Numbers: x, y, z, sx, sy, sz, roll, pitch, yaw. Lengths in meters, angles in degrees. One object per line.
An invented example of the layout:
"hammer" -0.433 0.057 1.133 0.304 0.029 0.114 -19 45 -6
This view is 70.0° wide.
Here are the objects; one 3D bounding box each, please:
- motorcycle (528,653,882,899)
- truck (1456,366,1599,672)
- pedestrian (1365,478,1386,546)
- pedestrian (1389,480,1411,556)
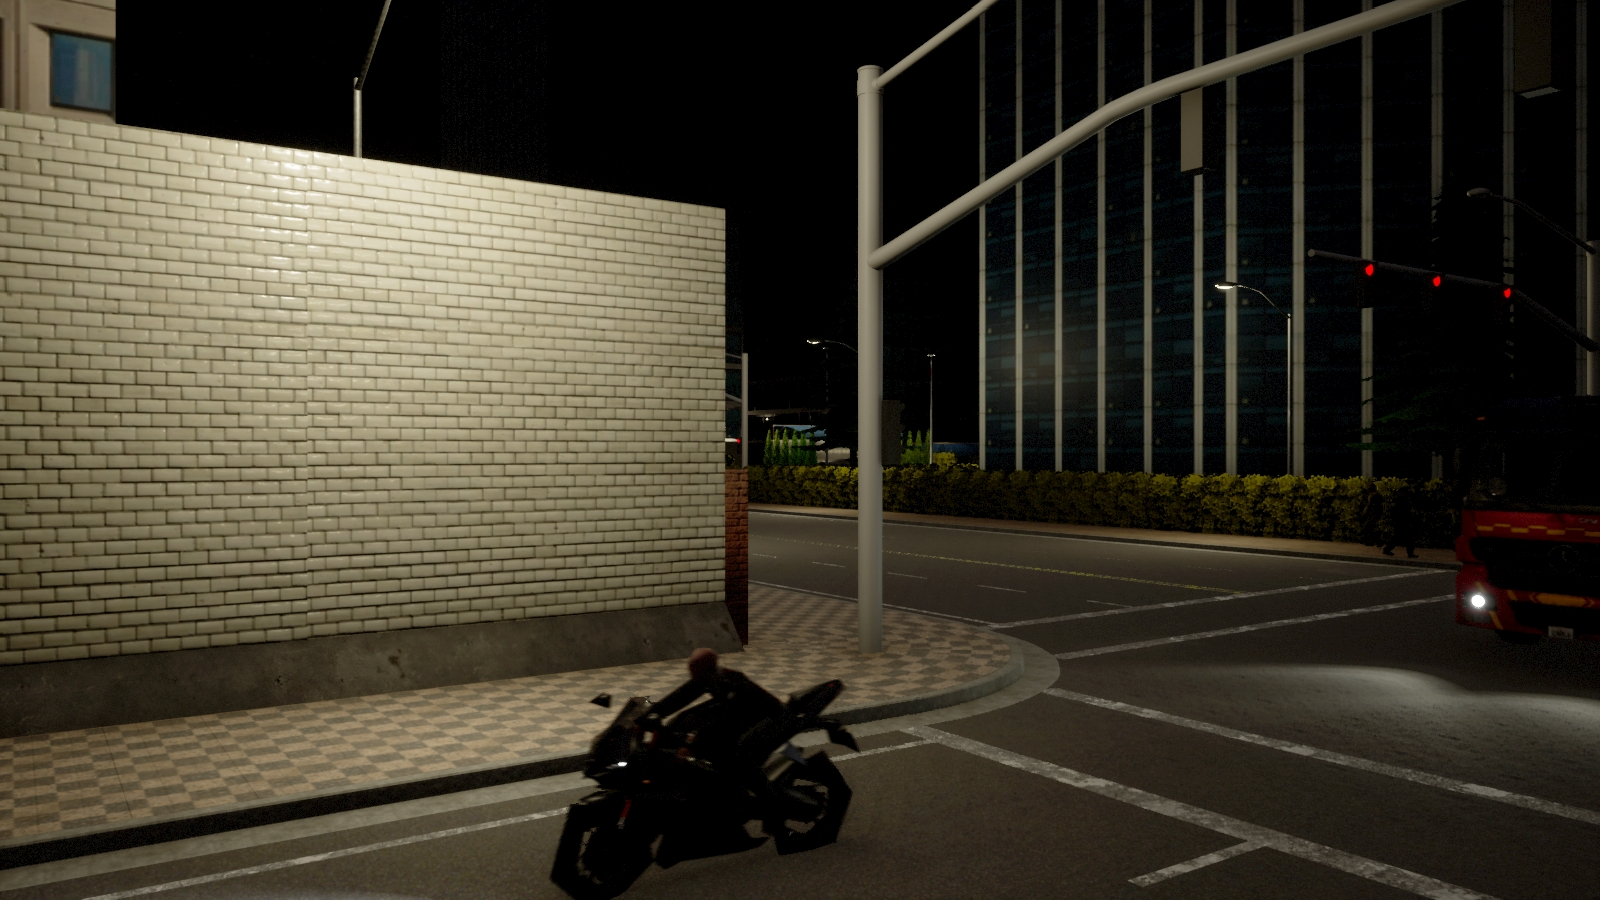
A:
"motorcycle" -0.589 2.149 7.601 2.209 1.251 0.867 0 0 -35
"truck" 13.316 0.866 16.896 8.468 3.827 2.891 0 0 -35
"pedestrian" 15.803 1.695 31.380 0.375 1.860 0.375 0 0 -33
"pedestrian" 14.988 1.698 28.551 0.375 1.860 0.375 0 0 -40
